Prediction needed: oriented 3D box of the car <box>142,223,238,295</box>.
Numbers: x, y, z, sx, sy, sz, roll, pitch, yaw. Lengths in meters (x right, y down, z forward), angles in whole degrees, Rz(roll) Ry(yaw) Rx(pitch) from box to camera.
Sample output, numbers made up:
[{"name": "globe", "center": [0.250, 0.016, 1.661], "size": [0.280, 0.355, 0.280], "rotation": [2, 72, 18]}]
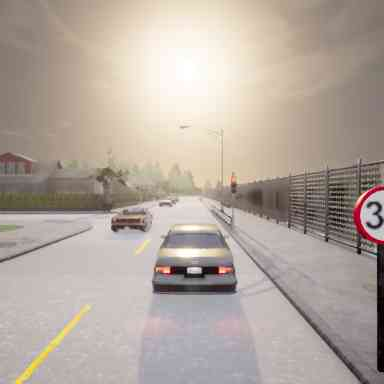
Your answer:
[{"name": "car", "center": [0.071, 1.547, 8.880], "size": [2.033, 1.411, 5.357], "rotation": [0, 0, 1]}]

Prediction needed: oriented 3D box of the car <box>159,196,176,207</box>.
[{"name": "car", "center": [-3.995, 1.547, 51.723], "size": [2.033, 1.411, 5.357], "rotation": [0, 0, 0]}]

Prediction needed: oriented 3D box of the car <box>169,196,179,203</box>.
[{"name": "car", "center": [-3.860, 1.553, 71.571], "size": [1.994, 1.385, 4.181], "rotation": [0, 0, 0]}]

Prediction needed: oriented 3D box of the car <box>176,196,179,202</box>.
[{"name": "car", "center": [-3.943, 1.478, 61.567], "size": [1.882, 1.535, 5.008], "rotation": [0, 0, 0]}]

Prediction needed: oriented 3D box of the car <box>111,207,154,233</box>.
[{"name": "car", "center": [-3.450, 1.601, 19.955], "size": [1.895, 1.301, 4.718], "rotation": [0, 0, -1]}]
